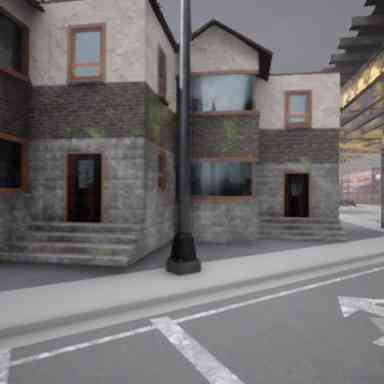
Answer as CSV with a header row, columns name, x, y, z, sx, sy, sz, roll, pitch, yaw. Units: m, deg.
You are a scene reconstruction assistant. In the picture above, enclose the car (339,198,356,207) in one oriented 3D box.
name,x,y,z,sx,sy,sz,roll,pitch,yaw
car,29.876,2.039,64.858,1.837,1.490,4.892,0,0,-6
